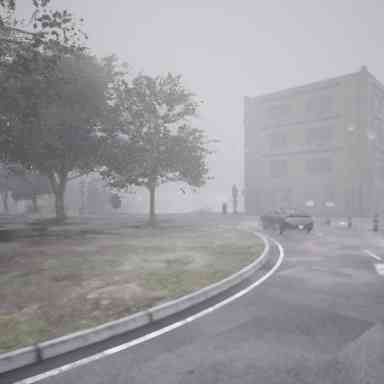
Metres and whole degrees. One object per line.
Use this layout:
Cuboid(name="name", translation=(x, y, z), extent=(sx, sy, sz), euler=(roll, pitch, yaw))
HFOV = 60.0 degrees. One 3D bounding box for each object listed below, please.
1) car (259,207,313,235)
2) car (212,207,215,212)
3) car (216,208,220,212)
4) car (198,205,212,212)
Cuboid(name="car", translation=(5.531, 1.667, 20.111), extent=(2.128, 1.511, 4.902), euler=(0, -1, -6))
Cuboid(name="car", translation=(3.069, 3.947, 71.083), extent=(2.163, 1.488, 4.792), euler=(-1, -4, 8))
Cuboid(name="car", translation=(5.411, 5.103, 87.419), extent=(2.002, 1.452, 4.674), euler=(-1, -4, 8))
Cuboid(name="car", translation=(2.308, 3.577, 65.653), extent=(2.002, 1.452, 4.674), euler=(1, -4, 8))
